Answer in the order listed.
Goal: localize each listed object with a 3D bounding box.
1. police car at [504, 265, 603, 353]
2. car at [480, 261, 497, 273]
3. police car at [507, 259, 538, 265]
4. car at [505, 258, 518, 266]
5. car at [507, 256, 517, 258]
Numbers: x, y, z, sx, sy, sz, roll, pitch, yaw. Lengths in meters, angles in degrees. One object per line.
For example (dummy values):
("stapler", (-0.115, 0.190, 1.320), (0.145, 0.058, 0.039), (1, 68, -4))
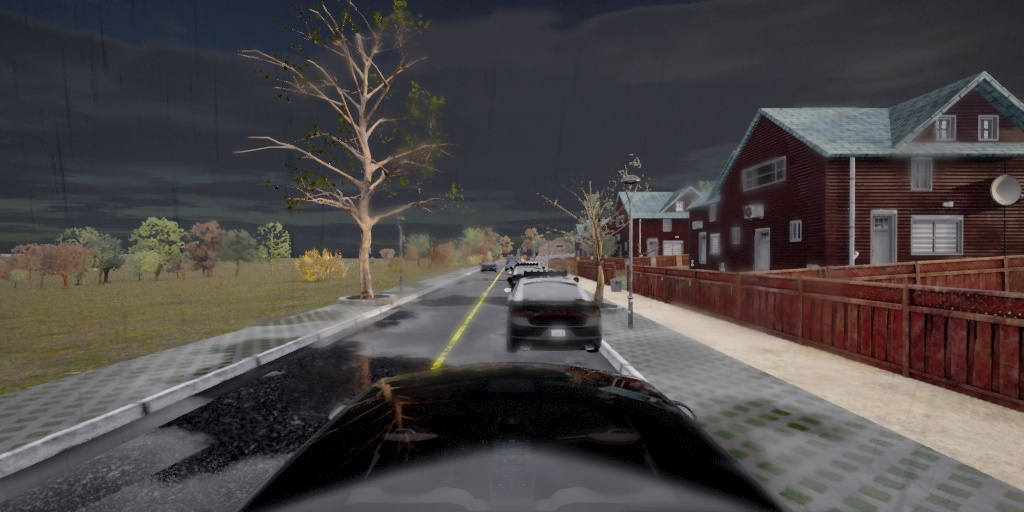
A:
("police car", (0.831, 1.176, 9.000), (1.930, 1.638, 5.238), (0, 0, 0))
("car", (-2.714, 1.311, 42.957), (2.033, 1.411, 5.357), (0, 0, 0))
("police car", (0.839, 1.178, 19.000), (1.930, 1.638, 5.238), (0, 0, 0))
("car", (0.079, 1.332, 47.273), (1.994, 1.385, 4.181), (0, 0, 0))
("car", (0.054, 1.005, 62.037), (2.150, 2.045, 5.566), (0, 0, 0))
